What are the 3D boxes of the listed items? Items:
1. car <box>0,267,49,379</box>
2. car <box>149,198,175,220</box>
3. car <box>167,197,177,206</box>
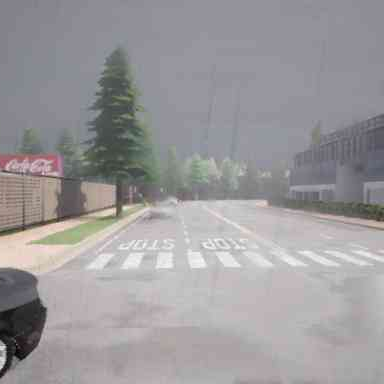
[{"bbox_3d":[-3.810,1.543,3.022,1.837,1.490,4.892,5,3,33],"label":"car"},{"bbox_3d":[-2.563,1.545,28.208,1.812,1.442,4.674,0,0,-3],"label":"car"},{"bbox_3d":[-3.427,1.514,53.730,1.812,1.442,4.674,-1,0,1],"label":"car"}]
